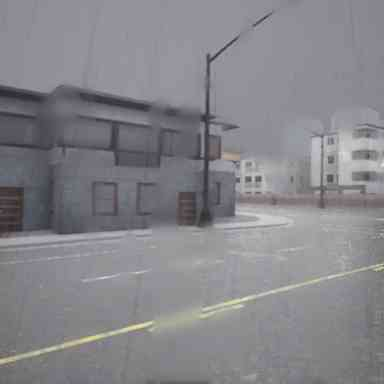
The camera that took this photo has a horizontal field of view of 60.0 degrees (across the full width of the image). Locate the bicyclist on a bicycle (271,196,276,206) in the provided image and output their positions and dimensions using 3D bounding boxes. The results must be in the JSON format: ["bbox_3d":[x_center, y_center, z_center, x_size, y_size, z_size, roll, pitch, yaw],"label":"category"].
[{"bbox_3d":[12.310,1.362,50.121,0.582,1.620,1.656,2,0,44],"label":"bicyclist on a bicycle"}]
